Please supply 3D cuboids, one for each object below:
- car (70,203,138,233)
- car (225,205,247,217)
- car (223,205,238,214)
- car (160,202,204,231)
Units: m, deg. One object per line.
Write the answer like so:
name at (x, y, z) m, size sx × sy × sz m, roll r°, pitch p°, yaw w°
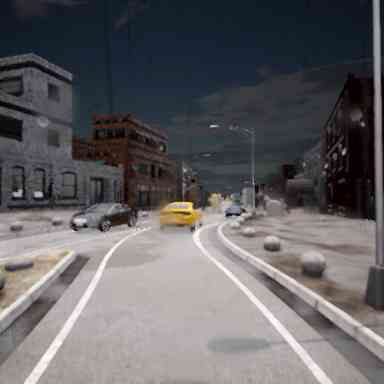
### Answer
car at (-4.755, 1.358, 18.615) m, size 2.128 × 1.511 × 4.902 m, roll -1°, pitch -1°, yaw 18°
car at (5.224, 2.262, 39.070) m, size 1.994 × 1.385 × 4.181 m, roll -1°, pitch -3°, yaw 17°
car at (6.908, 3.118, 58.643) m, size 2.128 × 1.511 × 4.902 m, roll -1°, pitch -2°, yaw 12°
car at (-0.511, 1.350, 19.552) m, size 1.882 × 1.535 × 5.008 m, roll -1°, pitch -1°, yaw 9°
